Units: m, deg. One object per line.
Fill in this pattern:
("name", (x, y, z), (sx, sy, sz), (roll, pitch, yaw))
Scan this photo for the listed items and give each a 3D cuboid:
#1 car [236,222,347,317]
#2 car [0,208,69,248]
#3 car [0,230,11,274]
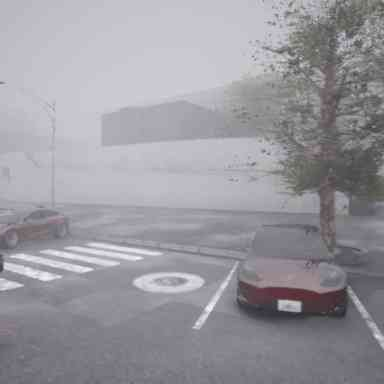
("car", (2.265, 1.514, 7.836), (2.163, 1.488, 4.792), (1, 0, 15))
("car", (-7.508, 1.471, 14.810), (2.163, 1.488, 4.792), (1, 0, 15))
("car", (-6.611, 1.575, 8.096), (4.718, 1.301, 1.895), (0, 0, 36))
